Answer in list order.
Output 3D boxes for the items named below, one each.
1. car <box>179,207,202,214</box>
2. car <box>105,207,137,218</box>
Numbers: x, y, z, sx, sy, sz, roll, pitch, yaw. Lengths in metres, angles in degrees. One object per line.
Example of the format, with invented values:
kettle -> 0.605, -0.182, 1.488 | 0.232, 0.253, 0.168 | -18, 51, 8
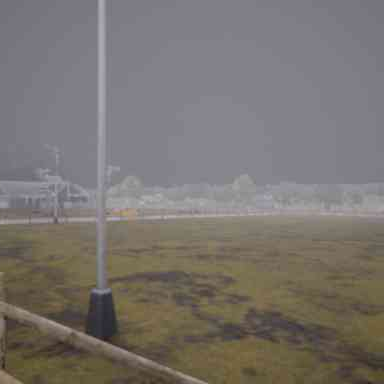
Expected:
car -> -0.288, 3.347, 60.110 | 2.033, 1.411, 5.357 | 0, -2, 35
car -> -9.914, 2.784, 46.740 | 1.882, 1.535, 5.008 | 0, -2, 36
